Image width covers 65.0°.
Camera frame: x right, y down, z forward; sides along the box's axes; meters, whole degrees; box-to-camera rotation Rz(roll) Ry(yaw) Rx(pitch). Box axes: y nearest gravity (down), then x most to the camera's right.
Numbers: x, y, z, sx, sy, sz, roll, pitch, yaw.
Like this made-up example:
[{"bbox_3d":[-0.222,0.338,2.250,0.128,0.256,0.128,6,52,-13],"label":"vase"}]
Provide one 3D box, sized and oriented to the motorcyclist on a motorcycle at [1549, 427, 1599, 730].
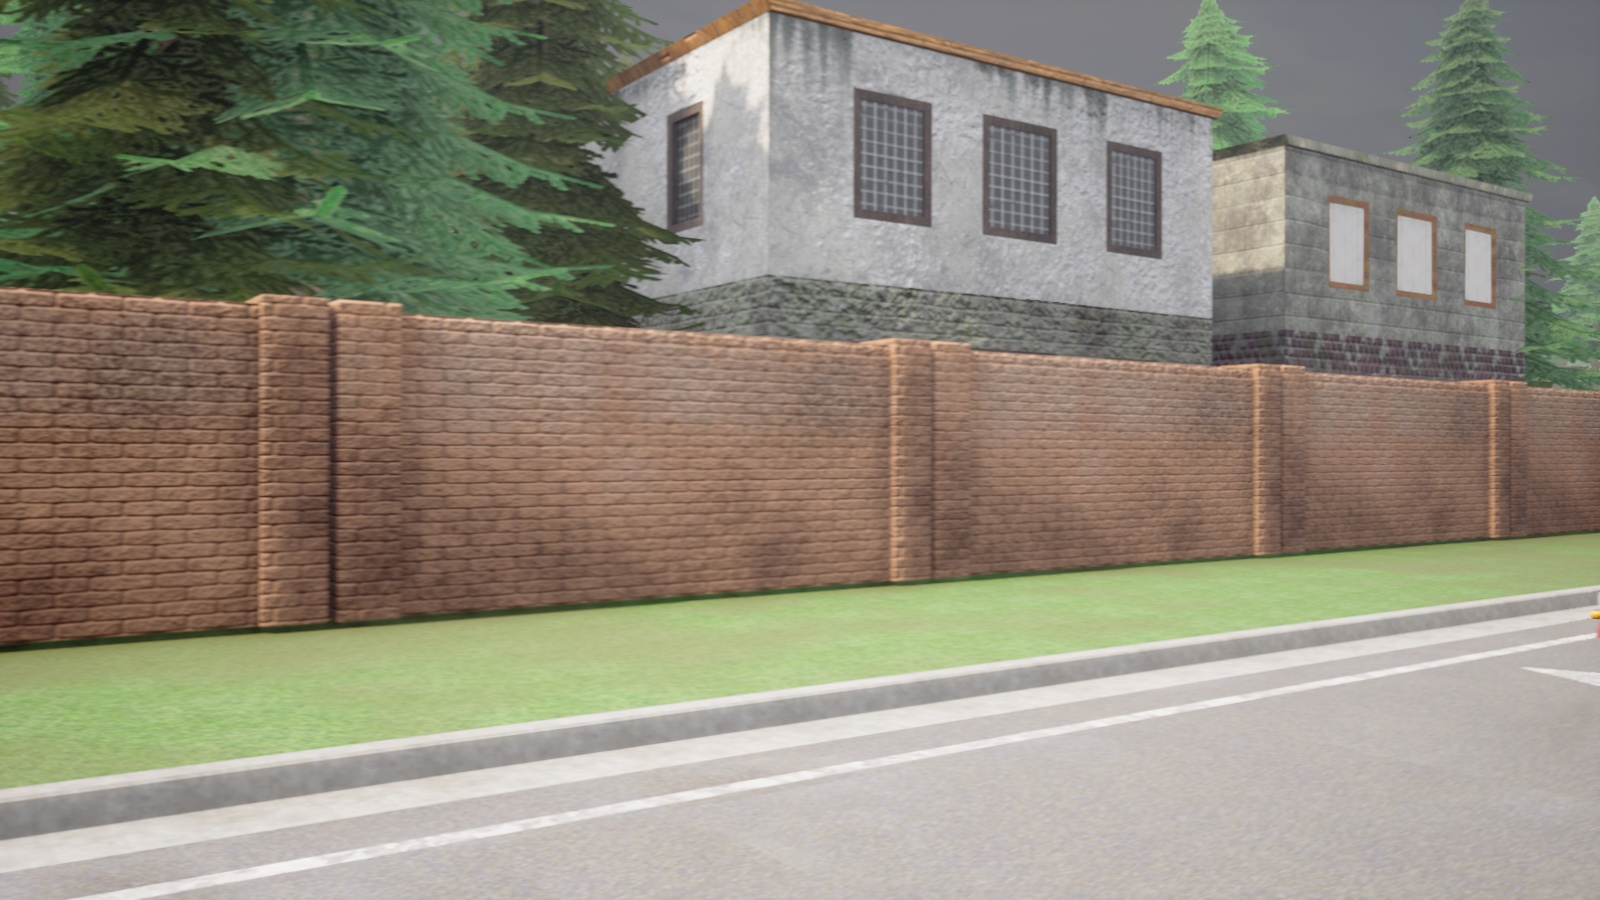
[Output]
[{"bbox_3d":[5.394,0.702,7.414,2.350,1.649,0.766,0,0,-35],"label":"motorcyclist on a motorcycle"}]
